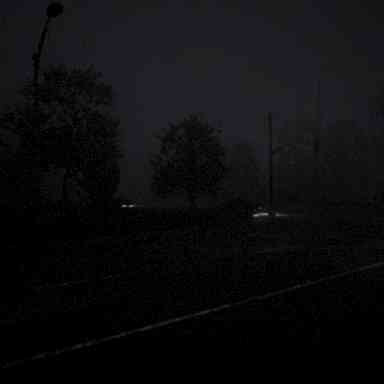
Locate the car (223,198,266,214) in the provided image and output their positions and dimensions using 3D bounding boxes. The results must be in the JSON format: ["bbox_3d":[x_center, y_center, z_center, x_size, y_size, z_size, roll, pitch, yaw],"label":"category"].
[{"bbox_3d":[4.778,1.230,30.694,1.994,1.385,4.181,-2,1,-37],"label":"car"}]

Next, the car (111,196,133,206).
[{"bbox_3d":[-10.636,1.279,50.169,1.994,1.385,4.181,-2,1,-39],"label":"car"}]
